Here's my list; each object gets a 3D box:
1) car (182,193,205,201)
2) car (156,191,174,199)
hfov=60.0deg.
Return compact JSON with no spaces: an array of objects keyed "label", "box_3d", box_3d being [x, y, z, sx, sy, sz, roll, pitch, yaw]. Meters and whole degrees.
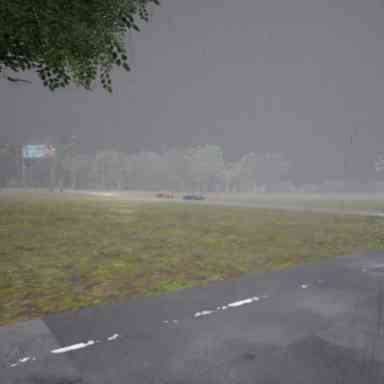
[{"label":"car","box_3d":[0.216,0.917,59.886,1.895,1.301,4.718,2,0,-35]},{"label":"car","box_3d":[-5.549,0.473,68.019,2.097,1.767,4.553,2,0,-35]}]
